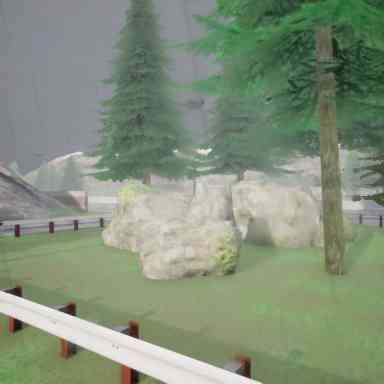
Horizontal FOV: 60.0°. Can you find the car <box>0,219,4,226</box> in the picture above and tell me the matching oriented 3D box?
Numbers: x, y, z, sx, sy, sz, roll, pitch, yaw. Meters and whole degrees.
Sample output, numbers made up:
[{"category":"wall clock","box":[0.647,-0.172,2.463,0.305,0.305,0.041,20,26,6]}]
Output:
[{"category":"car","box":[-11.481,1.362,15.100,5.357,1.411,2.033,0,0,3]}]
